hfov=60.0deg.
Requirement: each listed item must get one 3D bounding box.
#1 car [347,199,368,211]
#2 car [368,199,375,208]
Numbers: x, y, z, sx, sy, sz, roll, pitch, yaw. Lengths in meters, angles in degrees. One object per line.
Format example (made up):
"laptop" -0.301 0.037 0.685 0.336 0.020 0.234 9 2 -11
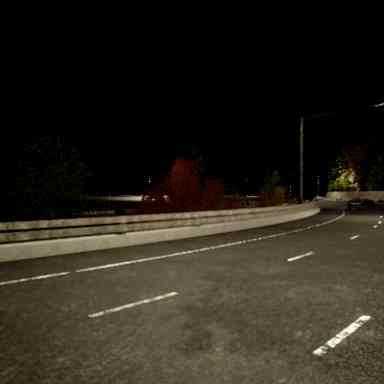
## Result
"car" 23.916 1.879 48.791 2.128 1.511 4.902 0 0 20
"car" 30.206 1.957 57.513 2.128 1.511 4.902 0 -1 14
